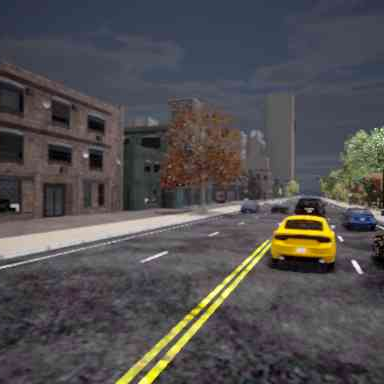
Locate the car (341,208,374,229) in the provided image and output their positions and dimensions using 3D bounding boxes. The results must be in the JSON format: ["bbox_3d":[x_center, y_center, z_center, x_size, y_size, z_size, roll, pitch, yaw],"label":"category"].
[{"bbox_3d":[11.874,1.830,23.808,2.033,1.411,5.357,1,0,21],"label":"car"}]

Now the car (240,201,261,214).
[{"bbox_3d":[7.040,1.804,39.589,2.033,1.411,5.357,1,0,19],"label":"car"}]

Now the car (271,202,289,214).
[{"bbox_3d":[10.492,1.916,39.586,1.895,1.301,4.718,1,0,19],"label":"car"}]

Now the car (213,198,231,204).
[{"bbox_3d":[7.130,2.223,80.207,4.313,1.339,1.947,0,1,19],"label":"car"}]

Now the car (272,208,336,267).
[{"bbox_3d":[4.104,1.589,12.082,1.882,1.535,5.008,1,0,21],"label":"car"}]

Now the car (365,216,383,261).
[{"bbox_3d":[6.702,1.694,9.770,2.033,1.411,5.357,1,0,21],"label":"car"}]

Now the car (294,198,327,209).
[{"bbox_3d":[9.208,1.468,25.938,2.150,2.045,5.566,1,0,21],"label":"car"}]
